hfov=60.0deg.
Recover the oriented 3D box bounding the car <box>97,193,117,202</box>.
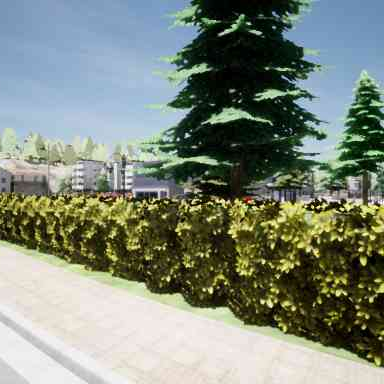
[{"bbox_3d":[-18.212,1.077,71.423,1.905,1.878,3.866,0,0,44],"label":"car"}]

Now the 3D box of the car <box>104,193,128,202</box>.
[{"bbox_3d":[-15.854,1.097,69.676,1.932,1.855,4.605,0,0,44],"label":"car"}]

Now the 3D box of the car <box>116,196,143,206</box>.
[{"bbox_3d":[-10.055,1.384,53.337,1.970,1.475,3.806,0,0,44],"label":"car"}]

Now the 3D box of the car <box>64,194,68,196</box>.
[{"bbox_3d":[-27.320,1.154,80.409,2.152,1.636,5.027,0,0,44],"label":"car"}]

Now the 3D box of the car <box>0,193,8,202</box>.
[{"bbox_3d":[-41.764,1.097,70.238,1.932,1.855,4.605,0,0,44],"label":"car"}]

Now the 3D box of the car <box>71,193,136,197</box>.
[{"bbox_3d":[-8.077,1.221,31.062,2.150,2.045,5.566,0,0,44],"label":"car"}]
